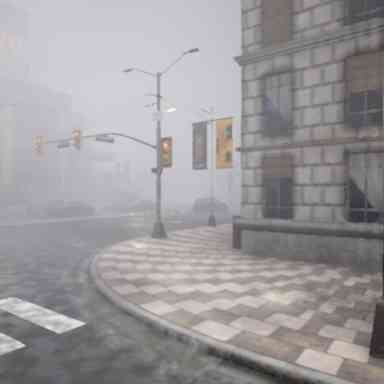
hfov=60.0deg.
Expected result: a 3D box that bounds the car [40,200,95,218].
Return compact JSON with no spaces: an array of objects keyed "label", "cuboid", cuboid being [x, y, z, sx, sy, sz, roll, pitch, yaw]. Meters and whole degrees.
[{"label":"car","cuboid":[-11.453,1.584,31.609,1.812,1.442,4.674,0,0,36]}]

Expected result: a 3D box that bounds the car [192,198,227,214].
[{"label":"car","cuboid":[2.000,1.392,36.239,2.097,1.767,4.553,0,0,36]}]

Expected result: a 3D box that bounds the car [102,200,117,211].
[{"label":"car","cuboid":[-8.556,1.612,41.526,2.033,1.411,5.357,0,0,36]}]

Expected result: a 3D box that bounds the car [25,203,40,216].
[{"label":"car","cuboid":[-14.289,1.571,33.647,1.837,1.490,4.892,0,0,36]}]

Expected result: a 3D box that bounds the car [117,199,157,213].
[{"label":"car","cuboid":[-6.103,1.583,38.948,1.812,1.442,4.674,0,0,36]}]
